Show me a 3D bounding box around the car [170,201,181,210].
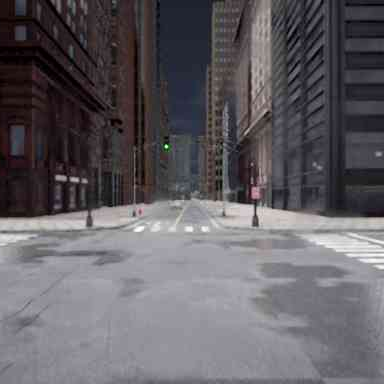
[{"bbox_3d":[-2.818,2.271,57.956,1.812,1.442,4.674,0,-1,0],"label":"car"}]
